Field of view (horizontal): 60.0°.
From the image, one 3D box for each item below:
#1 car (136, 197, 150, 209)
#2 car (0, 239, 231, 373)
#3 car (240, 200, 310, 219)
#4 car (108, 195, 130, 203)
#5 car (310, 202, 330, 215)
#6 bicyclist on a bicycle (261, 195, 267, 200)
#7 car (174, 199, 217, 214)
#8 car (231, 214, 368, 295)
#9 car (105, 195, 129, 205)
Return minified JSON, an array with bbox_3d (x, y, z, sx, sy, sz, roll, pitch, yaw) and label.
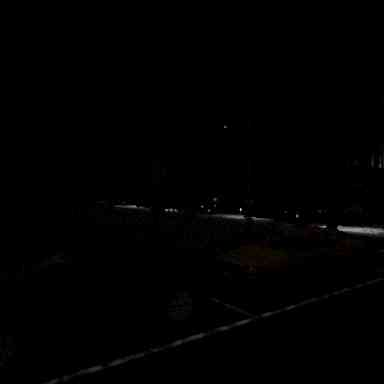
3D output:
[{"bbox_3d":[-4.927,1.227,39.196,1.994,1.385,4.181,1,0,-35],"label":"car"},{"bbox_3d":[-1.722,1.543,5.527,4.507,1.381,1.887,0,1,-35],"label":"car"},{"bbox_3d":[5.620,1.320,24.186,2.128,1.511,4.902,1,0,-35],"label":"car"},{"bbox_3d":[-12.181,1.136,55.037,1.895,1.301,4.718,1,0,-35],"label":"car"},{"bbox_3d":[8.226,1.405,26.062,2.033,1.411,5.357,1,0,-35],"label":"car"},{"bbox_3d":[7.120,1.130,32.900,1.656,1.620,0.582,0,0,-35],"label":"bicyclist on a bicycle"},{"bbox_3d":[0.288,1.346,31.766,1.895,1.301,4.718,1,0,-35],"label":"car"},{"bbox_3d":[2.721,1.519,8.692,4.829,1.417,1.752,0,1,-35],"label":"car"},{"bbox_3d":[-10.622,1.172,47.335,1.895,1.301,4.718,1,0,-35],"label":"car"}]
